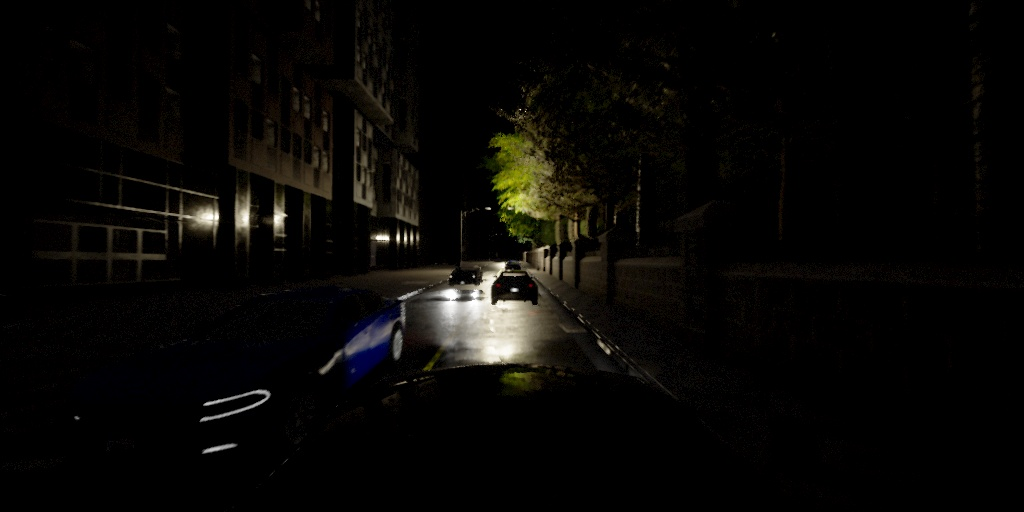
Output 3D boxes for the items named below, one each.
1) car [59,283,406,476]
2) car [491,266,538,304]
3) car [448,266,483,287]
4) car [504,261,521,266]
[{"bbox_3d":[-3.091,1.231,5.341,1.882,1.535,5.008,0,0,0],"label":"car"},{"bbox_3d":[0.099,1.319,16.293,1.994,1.385,4.181,0,0,0],"label":"car"},{"bbox_3d":[-3.069,1.349,24.436,1.895,1.301,4.718,0,0,0],"label":"car"},{"bbox_3d":[0.097,1.250,42.207,1.812,1.442,4.674,0,0,0],"label":"car"}]
